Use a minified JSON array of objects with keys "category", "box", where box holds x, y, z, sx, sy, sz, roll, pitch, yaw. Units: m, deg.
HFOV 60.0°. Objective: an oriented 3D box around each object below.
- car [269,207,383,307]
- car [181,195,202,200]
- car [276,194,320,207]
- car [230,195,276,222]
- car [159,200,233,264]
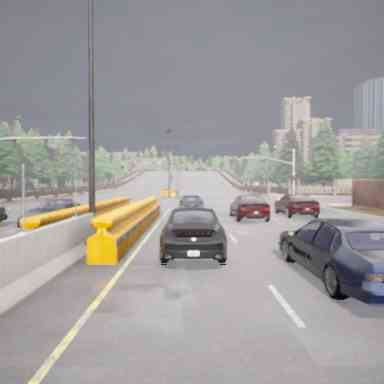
[{"category":"car","box":[3.549,1.329,7.745,2.033,1.411,5.357,0,2,-1]},{"category":"car","box":[-0.051,0.910,22.950,2.033,1.411,5.357,0,2,0]},{"category":"car","box":[6.952,0.852,22.522,1.882,1.535,5.008,0,1,0]},{"category":"car","box":[3.465,0.907,20.509,1.882,1.535,5.008,0,2,0]},{"category":"car","box":[0.031,1.207,10.635,1.837,1.490,4.892,0,2,0]}]
